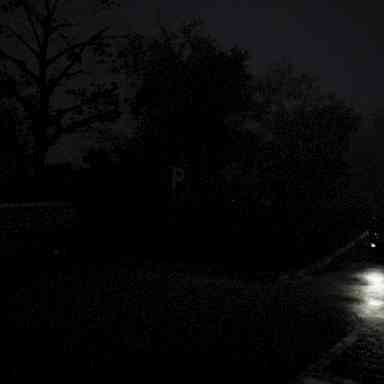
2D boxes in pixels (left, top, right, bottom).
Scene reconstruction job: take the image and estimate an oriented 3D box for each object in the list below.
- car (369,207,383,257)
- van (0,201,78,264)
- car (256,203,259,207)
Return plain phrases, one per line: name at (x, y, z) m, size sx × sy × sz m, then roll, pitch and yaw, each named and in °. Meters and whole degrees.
car at (9.159, 1.543, 14.244) m, size 2.150 × 2.045 × 5.566 m, roll -3°, pitch -1°, yaw 37°
van at (-5.663, 1.282, 9.722) m, size 1.878 × 1.987 × 4.442 m, roll -1°, pitch 0°, yaw 36°
car at (8.607, 1.772, 53.630) m, size 4.181 × 1.385 × 1.994 m, roll -1°, pitch -1°, yaw 34°
